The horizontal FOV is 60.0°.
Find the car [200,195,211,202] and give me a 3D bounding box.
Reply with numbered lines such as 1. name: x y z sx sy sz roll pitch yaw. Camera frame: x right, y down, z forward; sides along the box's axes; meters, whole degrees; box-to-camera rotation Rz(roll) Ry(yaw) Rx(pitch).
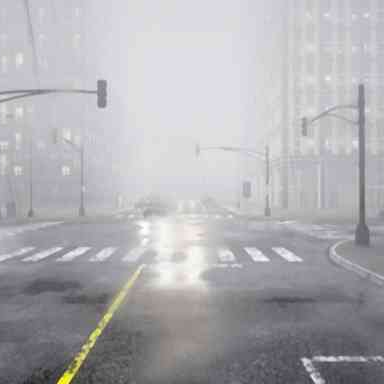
1. car: 2.703 1.252 68.033 1.947 1.339 4.313 1 0 0

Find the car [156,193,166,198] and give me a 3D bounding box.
1. car: -5.672 1.078 51.237 2.192 1.841 5.009 1 0 0

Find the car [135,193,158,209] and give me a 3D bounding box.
1. car: -5.674 1.255 40.088 1.967 1.590 4.097 1 0 0

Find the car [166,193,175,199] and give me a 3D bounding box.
1. car: -5.677 1.180 79.114 1.887 1.381 4.507 1 0 0

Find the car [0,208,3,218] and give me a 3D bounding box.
1. car: -16.492 1.384 24.668 4.097 1.590 1.967 0 -1 0

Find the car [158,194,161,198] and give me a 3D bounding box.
1. car: -5.678 1.371 45.664 1.802 1.307 4.206 1 0 0

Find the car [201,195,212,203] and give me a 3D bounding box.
1. car: 2.704 1.236 62.626 1.752 1.417 4.829 1 0 0

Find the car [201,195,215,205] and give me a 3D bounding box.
1. car: 2.702 1.345 51.300 1.802 1.307 4.206 1 0 0

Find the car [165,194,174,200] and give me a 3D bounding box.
1. car: -5.676 1.161 84.689 2.008 1.369 4.403 1 0 0

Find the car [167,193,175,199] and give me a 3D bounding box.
1. car: -5.677 1.129 90.264 1.887 1.381 4.507 1 0 0

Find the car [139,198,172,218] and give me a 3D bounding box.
1. car: -3.001 1.478 28.110 1.895 1.301 4.718 0 0 0

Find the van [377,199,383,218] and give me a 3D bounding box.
1. van: 15.983 1.339 24.596 3.998 1.788 1.690 0 -1 0
